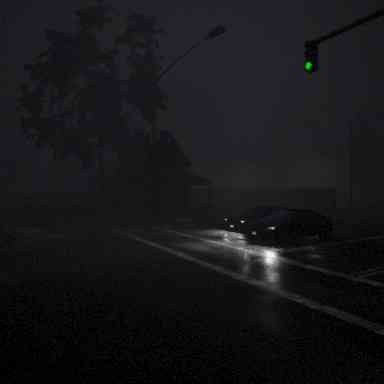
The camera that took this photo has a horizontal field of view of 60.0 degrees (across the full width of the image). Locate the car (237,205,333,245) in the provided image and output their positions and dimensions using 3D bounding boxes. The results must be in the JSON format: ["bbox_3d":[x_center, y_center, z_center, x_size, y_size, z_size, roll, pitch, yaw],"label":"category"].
[{"bbox_3d":[4.573,1.453,15.296,4.674,1.442,1.812,0,0,-33],"label":"car"}]

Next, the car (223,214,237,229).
[{"bbox_3d":[4.377,1.450,19.358,5.357,1.411,2.033,0,0,-33],"label":"car"}]
